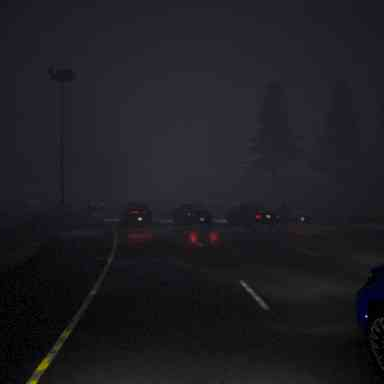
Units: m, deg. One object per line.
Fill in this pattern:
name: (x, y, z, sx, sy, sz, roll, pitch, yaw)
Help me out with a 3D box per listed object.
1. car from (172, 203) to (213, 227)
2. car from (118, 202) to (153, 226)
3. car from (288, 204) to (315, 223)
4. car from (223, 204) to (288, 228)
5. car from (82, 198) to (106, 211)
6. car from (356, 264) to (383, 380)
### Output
car: (-0.029, 1.464, 22.290, 1.812, 1.442, 4.674, 0, 0, -16)
car: (-3.980, 1.454, 23.162, 1.837, 1.490, 4.892, 0, 0, -17)
car: (6.710, 1.513, 24.181, 1.895, 1.301, 4.718, 0, 0, -16)
car: (3.794, 1.475, 21.857, 2.033, 1.411, 5.357, 0, 0, -15)
car: (-11.867, 1.454, 40.245, 1.812, 1.442, 4.674, 0, 0, -30)
car: (3.367, 1.204, 2.116, 2.150, 2.045, 5.566, 0, 0, -2)
